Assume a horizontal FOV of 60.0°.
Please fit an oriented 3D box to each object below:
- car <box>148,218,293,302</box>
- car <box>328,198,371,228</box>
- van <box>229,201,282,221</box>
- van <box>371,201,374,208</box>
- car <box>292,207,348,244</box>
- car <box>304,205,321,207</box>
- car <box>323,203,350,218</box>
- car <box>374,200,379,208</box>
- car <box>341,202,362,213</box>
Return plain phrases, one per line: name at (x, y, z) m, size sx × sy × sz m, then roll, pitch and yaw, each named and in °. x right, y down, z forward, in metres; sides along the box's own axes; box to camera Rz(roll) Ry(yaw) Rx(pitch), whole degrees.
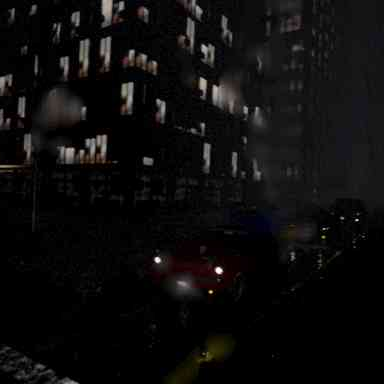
car at (0.968, 1.584, 8.562) m, size 1.895 × 1.301 × 4.718 m, roll 2°, pitch 0°, yaw 30°
car at (12.065, 1.516, 25.663) m, size 2.150 × 2.045 × 5.566 m, roll 2°, pitch 0°, yaw 33°
van at (3.369, 1.364, 17.226) m, size 1.690 × 1.788 × 3.998 m, roll 3°, pitch 1°, yaw 33°
van at (31.287, 2.150, 60.136) m, size 1.690 × 1.788 × 3.998 m, roll 3°, pitch 1°, yaw 33°
car at (6.350, 1.699, 16.865) m, size 1.994 × 1.385 × 4.181 m, roll 2°, pitch 0°, yaw 33°
car at (9.635, 1.744, 26.717) m, size 1.887 × 1.381 × 4.507 m, roll 3°, pitch 1°, yaw 33°
car at (15.822, 1.939, 36.261) m, size 1.947 × 1.339 × 4.313 m, roll 3°, pitch 1°, yaw 33°
car at (37.459, 2.549, 69.690) m, size 1.947 × 1.339 × 4.313 m, roll 3°, pitch 1°, yaw 33°
car at (22.004, 2.113, 45.812) m, size 1.947 × 1.339 × 4.313 m, roll 3°, pitch 1°, yaw 33°
